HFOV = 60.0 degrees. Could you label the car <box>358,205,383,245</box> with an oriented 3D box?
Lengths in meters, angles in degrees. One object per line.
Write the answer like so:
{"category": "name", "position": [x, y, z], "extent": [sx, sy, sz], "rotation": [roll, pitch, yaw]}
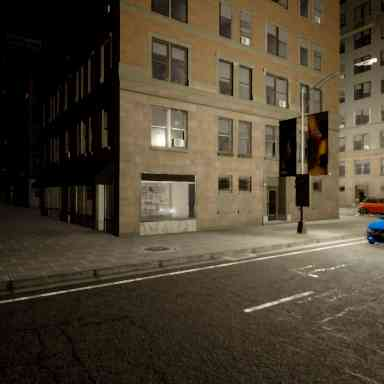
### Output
{"category": "car", "position": [9.502, 1.481, 14.335], "extent": [5.008, 1.535, 1.882], "rotation": [0, 0, -35]}

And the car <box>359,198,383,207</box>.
{"category": "car", "position": [17.661, 1.343, 30.123], "extent": [2.097, 1.767, 4.553], "rotation": [0, 0, -35]}
